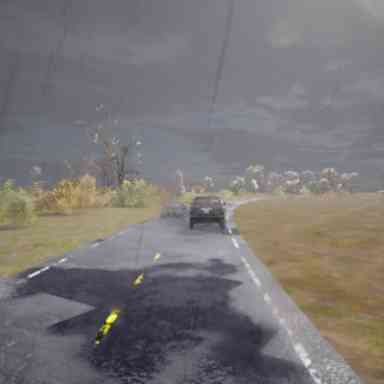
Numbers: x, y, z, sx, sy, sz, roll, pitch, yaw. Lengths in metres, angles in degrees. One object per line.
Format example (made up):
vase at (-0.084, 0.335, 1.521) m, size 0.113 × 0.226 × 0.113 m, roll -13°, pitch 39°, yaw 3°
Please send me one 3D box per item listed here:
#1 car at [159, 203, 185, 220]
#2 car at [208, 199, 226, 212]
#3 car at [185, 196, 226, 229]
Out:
car at (-1.469, 1.604, 28.252) m, size 1.994 × 1.385 × 4.181 m, roll 0°, pitch 0°, yaw 6°
car at (3.101, 1.583, 40.157) m, size 1.812 × 1.442 × 4.674 m, roll 0°, pitch 0°, yaw 8°
car at (1.054, 1.258, 22.021) m, size 2.150 × 2.045 × 5.566 m, roll 0°, pitch 0°, yaw 4°
